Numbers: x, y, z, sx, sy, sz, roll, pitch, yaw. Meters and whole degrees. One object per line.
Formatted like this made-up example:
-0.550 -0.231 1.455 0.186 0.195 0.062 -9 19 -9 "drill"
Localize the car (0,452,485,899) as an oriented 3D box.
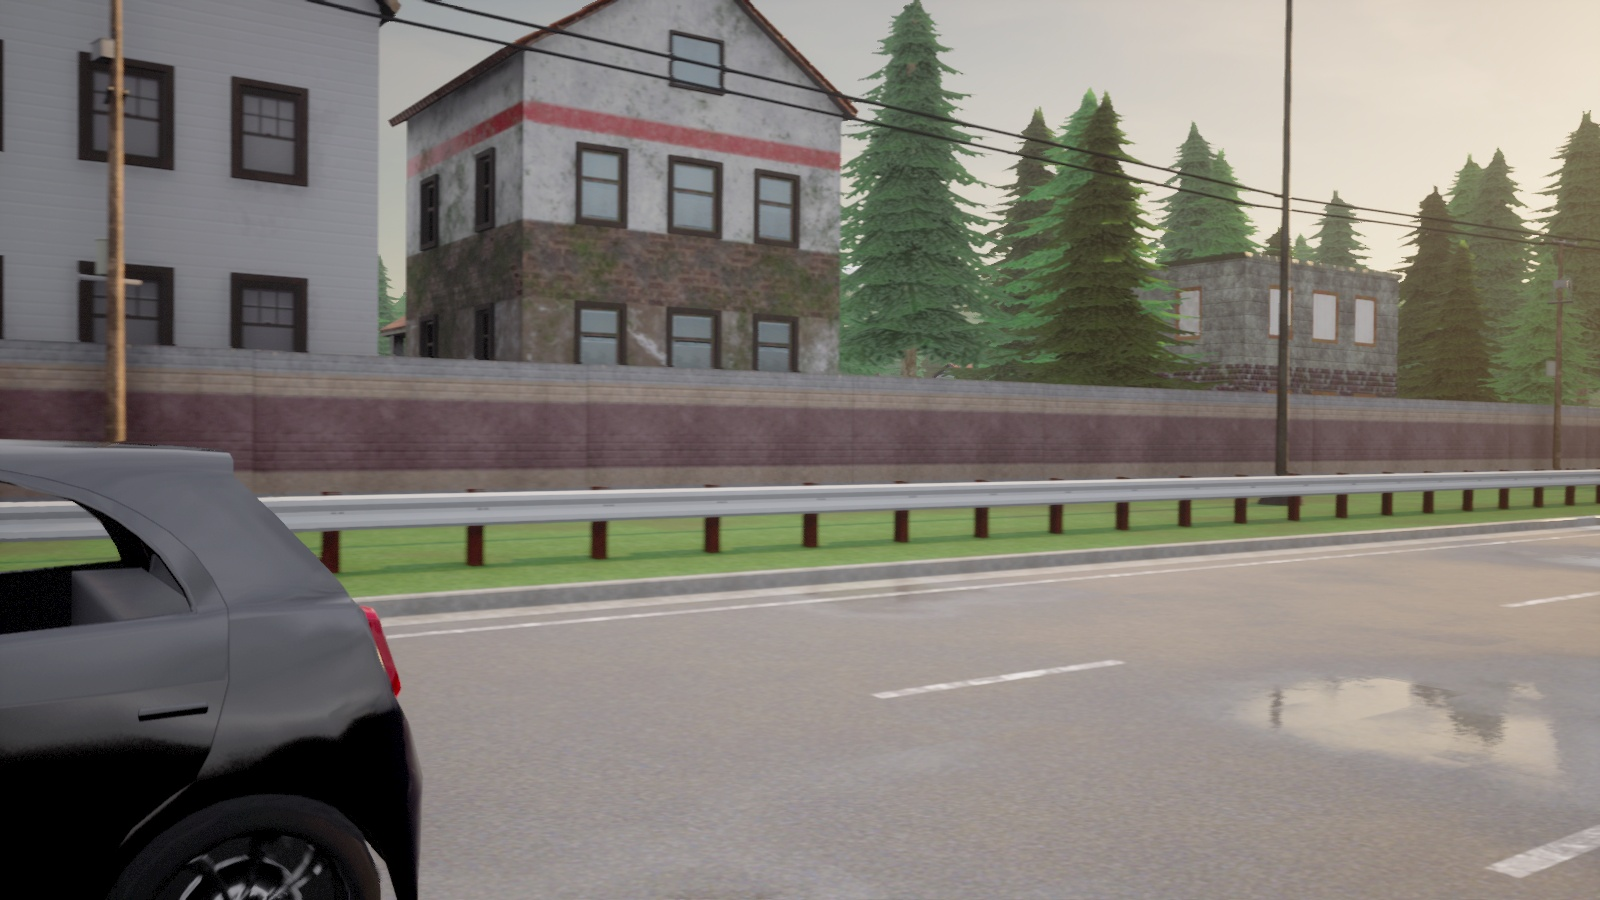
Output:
-2.807 0.796 2.844 3.633 1.501 1.845 -1 1 -35 "car"
